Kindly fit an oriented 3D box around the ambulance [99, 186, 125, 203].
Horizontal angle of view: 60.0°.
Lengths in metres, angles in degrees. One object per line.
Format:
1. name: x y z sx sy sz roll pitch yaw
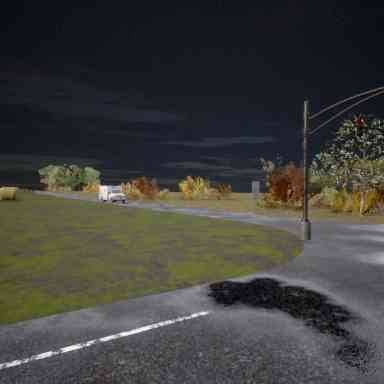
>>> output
1. ambulance: -11.962 0.341 50.021 2.351 2.431 6.366 2 0 -32
